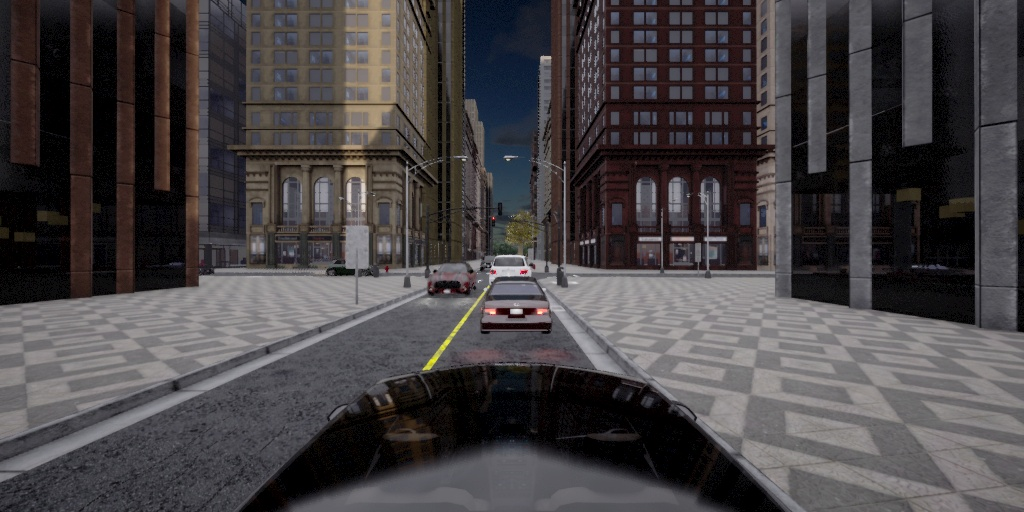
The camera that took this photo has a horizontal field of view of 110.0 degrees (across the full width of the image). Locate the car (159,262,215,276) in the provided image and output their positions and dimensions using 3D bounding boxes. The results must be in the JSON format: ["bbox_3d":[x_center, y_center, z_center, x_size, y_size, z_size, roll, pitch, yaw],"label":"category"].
[{"bbox_3d":[-30.280,1.220,33.314,4.181,1.385,1.994,0,0,0],"label":"car"}]

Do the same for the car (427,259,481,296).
[{"bbox_3d":[-3.083,1.101,19.304,2.097,1.767,4.553,0,0,0],"label":"car"}]

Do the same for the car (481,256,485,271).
[{"bbox_3d":[-3.129,0.969,49.456,2.150,2.045,5.566,0,0,-1],"label":"car"}]

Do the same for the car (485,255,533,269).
[{"bbox_3d":[0.017,0.971,20.826,2.150,2.045,5.566,0,0,4],"label":"car"}]

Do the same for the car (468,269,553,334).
[{"bbox_3d":[0.091,1.297,10.581,2.033,1.411,5.357,0,0,0],"label":"car"}]

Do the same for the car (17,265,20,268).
[{"bbox_3d":[-49.695,0.915,33.405,5.566,2.045,2.150,0,0,0],"label":"car"}]

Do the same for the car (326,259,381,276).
[{"bbox_3d":[-14.628,1.052,33.300,4.553,1.767,2.097,0,0,0],"label":"car"}]

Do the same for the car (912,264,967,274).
[{"bbox_3d":[38.776,1.408,33.324,5.357,1.411,2.033,0,0,0],"label":"car"}]
